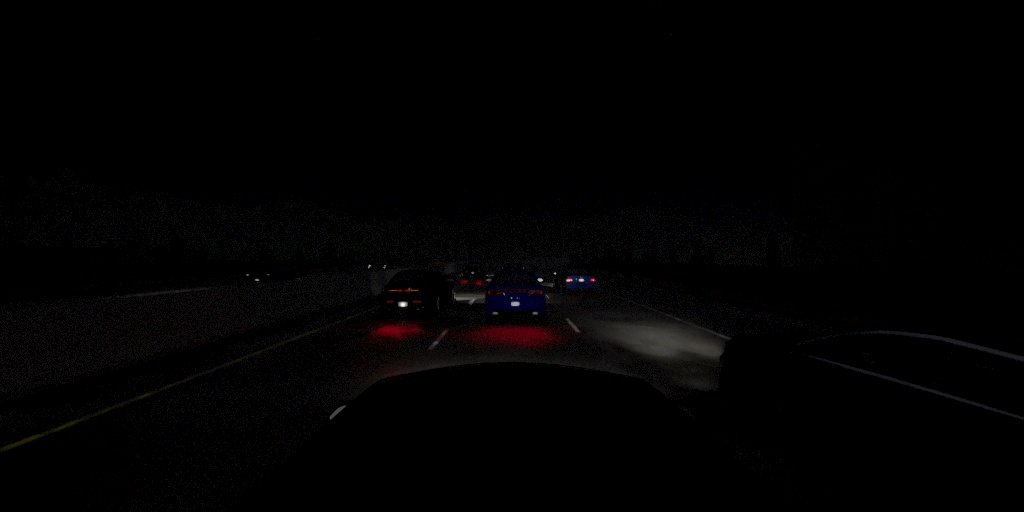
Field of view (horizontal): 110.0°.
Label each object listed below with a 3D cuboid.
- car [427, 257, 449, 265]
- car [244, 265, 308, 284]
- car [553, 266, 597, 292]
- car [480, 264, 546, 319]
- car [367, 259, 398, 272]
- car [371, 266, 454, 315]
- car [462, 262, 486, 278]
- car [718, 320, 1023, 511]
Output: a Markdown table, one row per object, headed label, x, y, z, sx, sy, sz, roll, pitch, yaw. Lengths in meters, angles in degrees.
| label | x | y | z | sx | sy | sz | roll | pitch | yaw |
| --- | --- | --- | --- | --- | --- | --- | --- | --- | --- |
| car | -10.539 | 1.230 | 52.563 | 1.882 | 1.535 | 5.008 | 0 | 0 | 1 |
| car | -17.600 | 1.352 | 26.994 | 1.895 | 1.301 | 4.718 | 0 | 0 | 0 |
| car | 3.594 | 1.298 | 21.057 | 2.033 | 1.411 | 5.357 | 0 | 0 | 0 |
| car | 0.095 | 1.228 | 12.805 | 1.882 | 1.535 | 5.008 | 0 | 0 | 0 |
| car | -14.079 | 1.103 | 39.284 | 2.097 | 1.767 | 4.553 | 0 | 0 | 0 |
| car | -3.404 | 1.255 | 13.610 | 1.837 | 1.490 | 4.892 | 0 | 0 | 0 |
| car | -3.425 | 1.277 | 33.443 | 1.812 | 1.442 | 4.674 | 0 | 0 | 0 |
| car | 3.599 | 1.242 | 2.729 | 2.128 | 1.511 | 4.902 | 0 | 0 | 0 |
